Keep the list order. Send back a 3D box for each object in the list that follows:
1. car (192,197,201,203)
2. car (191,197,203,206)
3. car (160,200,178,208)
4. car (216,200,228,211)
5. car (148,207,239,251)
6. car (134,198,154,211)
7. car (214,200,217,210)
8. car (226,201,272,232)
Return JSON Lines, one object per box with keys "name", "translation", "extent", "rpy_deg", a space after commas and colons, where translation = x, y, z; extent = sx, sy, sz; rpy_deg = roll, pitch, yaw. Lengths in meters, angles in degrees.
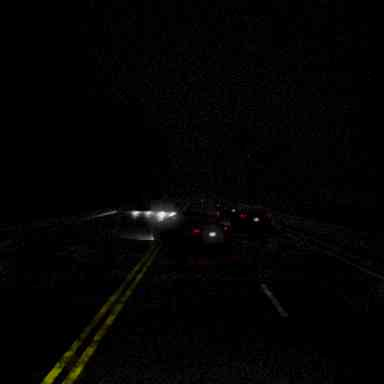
{"name": "car", "translation": [0.994, 1.767, 76.080], "extent": [2.033, 1.411, 5.357], "rpy_deg": [0, 0, 1]}
{"name": "car", "translation": [0.771, 1.662, 55.588], "extent": [2.033, 1.411, 5.357], "rpy_deg": [0, 0, 1]}
{"name": "car", "translation": [-2.818, 1.657, 40.880], "extent": [1.895, 1.301, 4.718], "rpy_deg": [0, 0, 1]}
{"name": "car", "translation": [3.651, 1.596, 31.227], "extent": [1.994, 1.385, 4.181], "rpy_deg": [0, 0, 1]}
{"name": "car", "translation": [-0.138, 1.574, 14.292], "extent": [1.994, 1.385, 4.181], "rpy_deg": [0, 0, -28]}
{"name": "car", "translation": [-6.048, 1.538, 42.246], "extent": [1.882, 1.535, 5.008], "rpy_deg": [0, 0, 1]}
{"name": "car", "translation": [3.797, 1.661, 42.258], "extent": [1.895, 1.301, 4.718], "rpy_deg": [0, 0, 1]}
{"name": "car", "translation": [3.505, 1.520, 20.258], "extent": [2.163, 1.488, 4.792], "rpy_deg": [0, 0, 1]}
